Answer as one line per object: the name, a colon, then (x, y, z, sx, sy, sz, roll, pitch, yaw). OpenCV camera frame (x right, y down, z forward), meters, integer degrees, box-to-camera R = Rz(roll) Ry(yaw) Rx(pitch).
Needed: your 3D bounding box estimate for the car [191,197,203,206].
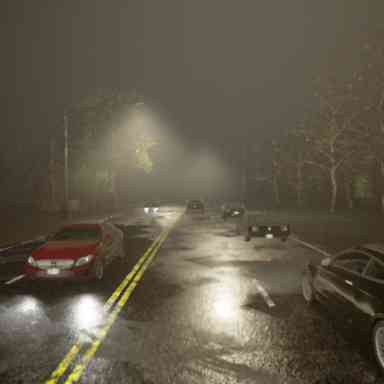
car: (0.948, 1.572, 57.075, 1.895, 1.301, 4.718, -1, 0, 2)

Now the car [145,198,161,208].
car: (-5.873, 1.680, 50.205, 1.994, 1.385, 4.181, -1, 0, 2)

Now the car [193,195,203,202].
car: (1.462, 1.435, 74.438, 2.033, 1.411, 5.357, -1, 0, 2)

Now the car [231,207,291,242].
car: (3.286, 1.606, 16.289, 1.895, 1.301, 4.718, -1, 0, 0)

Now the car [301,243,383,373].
car: (3.241, 1.536, 5.291, 1.812, 1.442, 4.674, -1, 0, 0)

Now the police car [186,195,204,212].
police car: (0.381, 1.408, 39.569, 1.930, 1.638, 5.238, -2, 0, 1)

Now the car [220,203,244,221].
car: (3.401, 1.556, 27.226, 1.994, 1.385, 4.181, -1, 0, 1)

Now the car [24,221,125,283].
car: (-3.339, 1.665, 10.353, 1.812, 1.442, 4.674, -1, 0, 0)
